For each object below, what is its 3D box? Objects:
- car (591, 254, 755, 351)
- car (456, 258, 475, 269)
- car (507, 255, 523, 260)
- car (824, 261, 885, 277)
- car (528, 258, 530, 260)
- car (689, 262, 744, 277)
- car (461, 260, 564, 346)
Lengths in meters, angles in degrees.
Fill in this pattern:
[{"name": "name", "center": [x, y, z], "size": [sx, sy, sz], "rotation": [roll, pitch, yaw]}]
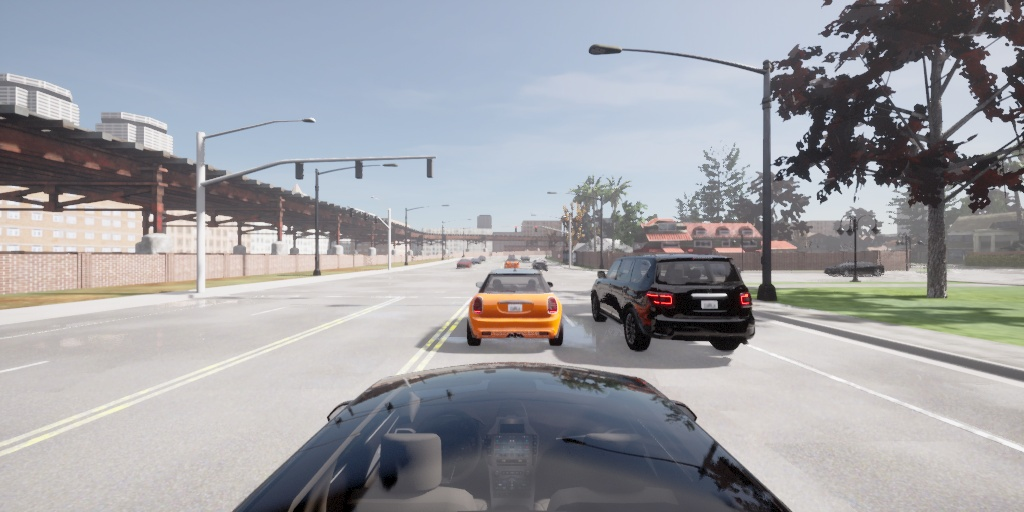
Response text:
[{"name": "car", "center": [3.572, 0.971, 9.146], "size": [2.150, 2.045, 5.566], "rotation": [0, 0, 0]}, {"name": "car", "center": [-7.127, 1.135, 53.554], "size": [1.882, 1.535, 5.008], "rotation": [0, 1, 0]}, {"name": "car", "center": [0.047, 1.036, 50.106], "size": [2.097, 1.767, 4.553], "rotation": [0, 0, 0]}, {"name": "car", "center": [33.653, 1.227, 35.330], "size": [5.008, 1.535, 1.882], "rotation": [0, 0, -1]}, {"name": "car", "center": [3.551, 1.197, 46.748], "size": [2.128, 1.511, 4.902], "rotation": [0, 0, 0]}, {"name": "car", "center": [19.856, 1.314, 34.967], "size": [4.181, 1.385, 1.994], "rotation": [0, 0, -2]}, {"name": "car", "center": [0.071, 1.102, 9.603], "size": [2.097, 1.767, 4.553], "rotation": [0, 0, 0]}]
